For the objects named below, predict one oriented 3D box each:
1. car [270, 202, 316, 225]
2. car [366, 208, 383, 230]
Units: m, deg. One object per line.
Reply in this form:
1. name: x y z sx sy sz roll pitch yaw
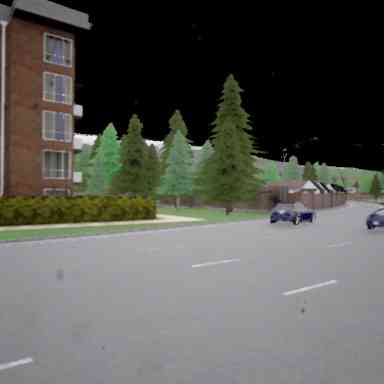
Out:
1. car: 8.020 1.574 26.202 2.097 1.767 4.553 0 0 41
2. car: 13.159 1.763 21.720 4.674 1.442 1.812 1 0 -35
